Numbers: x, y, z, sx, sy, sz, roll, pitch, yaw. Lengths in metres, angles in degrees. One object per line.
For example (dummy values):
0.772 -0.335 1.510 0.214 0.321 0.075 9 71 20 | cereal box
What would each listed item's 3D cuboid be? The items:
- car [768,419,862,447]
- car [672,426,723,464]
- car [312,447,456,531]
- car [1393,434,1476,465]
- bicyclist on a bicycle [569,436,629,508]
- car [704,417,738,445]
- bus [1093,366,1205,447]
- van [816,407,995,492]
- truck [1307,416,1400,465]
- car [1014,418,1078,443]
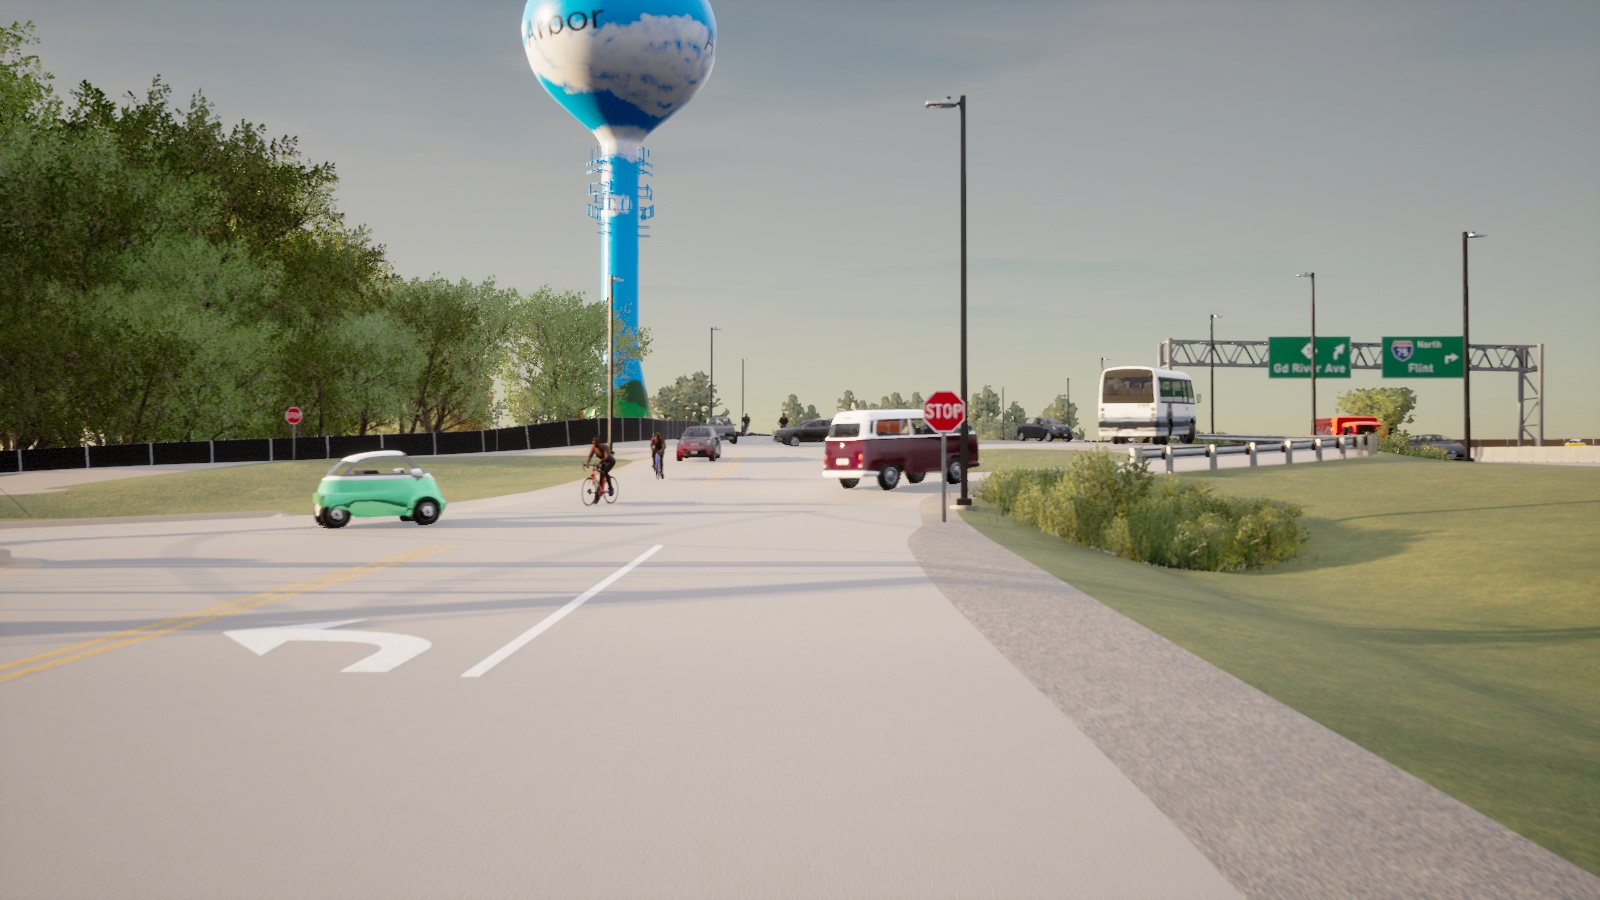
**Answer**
0.823 -0.956 69.109 4.892 1.490 1.837 -1 2 -14 | car
-4.457 -0.267 55.184 1.845 1.501 3.633 0 3 2 | car
-7.646 0.681 23.068 2.207 1.376 1.481 -2 1 -31 | car
32.417 -0.016 64.322 2.007 1.525 4.514 0 0 1 | car
-4.709 0.498 29.522 0.582 1.620 1.656 0 1 23 | bicyclist on a bicycle
-4.633 -1.145 73.142 1.789 1.549 3.705 0 2 -6 | car
20.041 -2.427 71.533 3.944 4.253 10.273 1 2 28 | bus
2.825 -0.052 33.144 4.480 2.038 2.069 -3 1 -40 | van
28.946 -0.460 65.906 2.627 2.467 5.204 0 0 1 | truck
14.898 -1.191 76.201 1.845 1.501 3.633 0 1 -30 | car
